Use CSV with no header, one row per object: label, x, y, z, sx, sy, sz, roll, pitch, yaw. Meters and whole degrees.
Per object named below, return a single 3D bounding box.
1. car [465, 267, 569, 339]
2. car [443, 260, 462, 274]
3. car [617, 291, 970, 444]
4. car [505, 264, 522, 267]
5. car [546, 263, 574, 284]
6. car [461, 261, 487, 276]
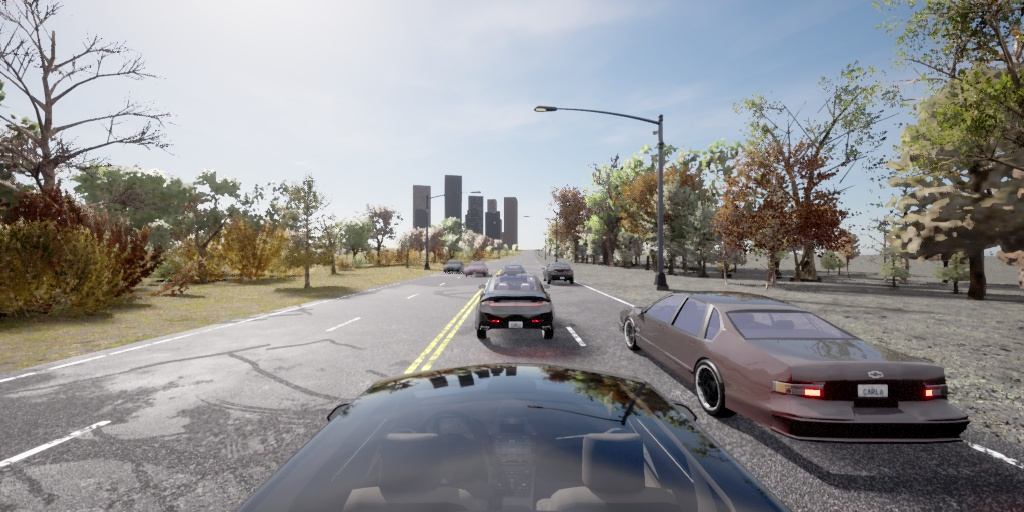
car,0.066,1.240,10.023,2.128,1.511,4.902,0,0,0
car,-6.453,1.204,40.297,1.837,1.490,4.892,0,0,1
car,3.342,1.281,5.837,2.033,1.411,5.357,0,0,0
car,0.103,1.293,26.773,1.994,1.385,4.181,0,0,0
car,3.352,1.227,26.452,1.837,1.490,4.892,-1,0,0
car,-3.308,1.215,34.023,1.812,1.442,4.674,-2,1,1
